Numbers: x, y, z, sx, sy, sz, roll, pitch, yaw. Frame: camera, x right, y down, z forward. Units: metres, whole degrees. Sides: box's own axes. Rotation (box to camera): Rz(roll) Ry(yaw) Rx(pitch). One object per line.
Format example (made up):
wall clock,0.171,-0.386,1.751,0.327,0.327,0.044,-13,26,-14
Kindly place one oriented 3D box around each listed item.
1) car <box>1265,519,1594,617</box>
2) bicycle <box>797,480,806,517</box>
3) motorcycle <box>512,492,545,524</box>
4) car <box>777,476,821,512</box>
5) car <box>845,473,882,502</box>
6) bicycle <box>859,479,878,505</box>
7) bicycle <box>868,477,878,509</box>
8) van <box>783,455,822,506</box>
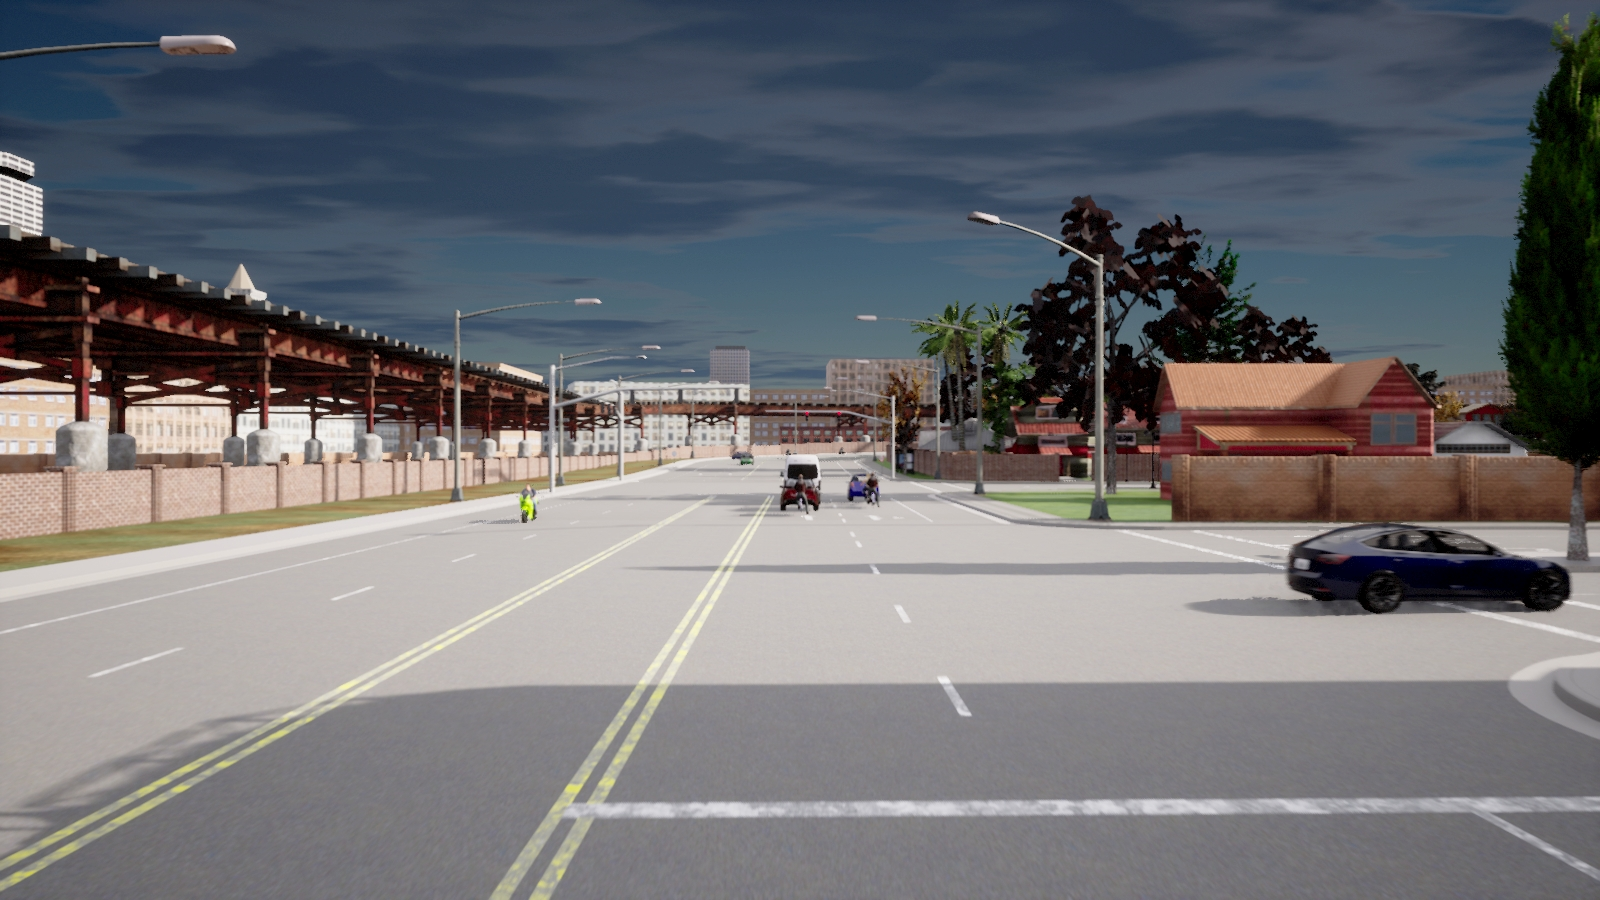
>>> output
car,11.196,2.072,20.546,4.792,1.488,2.163,0,0,-6
bicycle,0.069,2.067,48.964,0.329,1.496,1.835,-1,0,0
motorcycle,-10.479,2.232,44.202,0.803,1.145,2.033,0,0,0
car,-0.018,2.064,54.171,2.007,1.525,4.514,0,0,0
car,3.490,2.066,63.472,1.845,1.501,3.633,0,0,0
bicycle,3.520,2.171,58.876,0.859,1.301,1.487,0,0,-1
bicycle,3.529,2.072,55.248,0.329,1.496,1.835,0,0,0
van,0.090,1.561,61.151,1.988,2.561,5.915,0,0,-1
